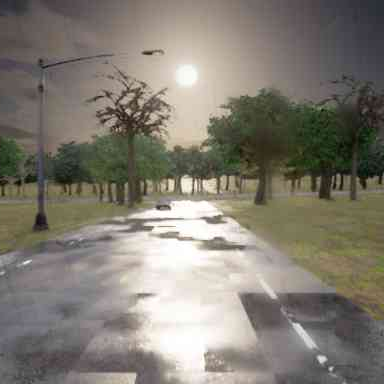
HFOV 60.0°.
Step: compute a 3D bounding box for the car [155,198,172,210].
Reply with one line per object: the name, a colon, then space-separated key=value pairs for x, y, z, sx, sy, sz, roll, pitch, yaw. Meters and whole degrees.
car: x=-3.575 y=1.532 z=42.638 sx=2.033 sy=1.411 sz=5.357 roll=0 pitch=0 yaw=0
